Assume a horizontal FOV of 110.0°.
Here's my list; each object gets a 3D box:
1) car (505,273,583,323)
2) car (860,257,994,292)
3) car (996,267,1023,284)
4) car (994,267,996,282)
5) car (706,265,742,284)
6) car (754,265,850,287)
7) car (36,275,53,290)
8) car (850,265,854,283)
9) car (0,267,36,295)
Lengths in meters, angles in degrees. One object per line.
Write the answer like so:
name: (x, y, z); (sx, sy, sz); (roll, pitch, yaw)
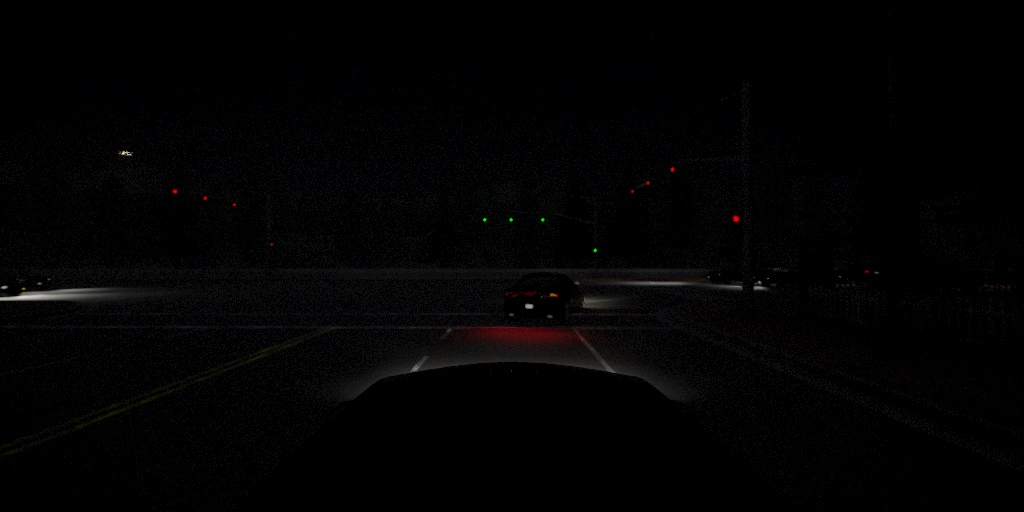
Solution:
car: (1.284, 1.326, 12.793); (1.882, 1.535, 5.008); (-1, 0, 18)
car: (24.701, 1.102, 21.645); (5.566, 2.045, 2.150); (0, -1, 1)
car: (37.549, 1.542, 28.017); (4.718, 1.301, 1.895); (0, -1, 9)
car: (29.878, 1.391, 25.134); (5.008, 1.535, 1.882); (0, -1, 2)
car: (18.291, 1.436, 28.834); (4.902, 1.511, 2.128); (0, -1, 1)
car: (20.123, 1.461, 25.364); (5.357, 1.411, 2.033); (0, -1, -1)
car: (-30.920, 1.397, 21.691); (4.674, 1.442, 1.812); (0, -1, 0)
car: (27.622, 1.437, 28.695); (4.902, 1.511, 2.128); (0, -1, 2)
car: (-27.744, 1.404, 18.210); (4.181, 1.385, 1.994); (0, -1, 0)
